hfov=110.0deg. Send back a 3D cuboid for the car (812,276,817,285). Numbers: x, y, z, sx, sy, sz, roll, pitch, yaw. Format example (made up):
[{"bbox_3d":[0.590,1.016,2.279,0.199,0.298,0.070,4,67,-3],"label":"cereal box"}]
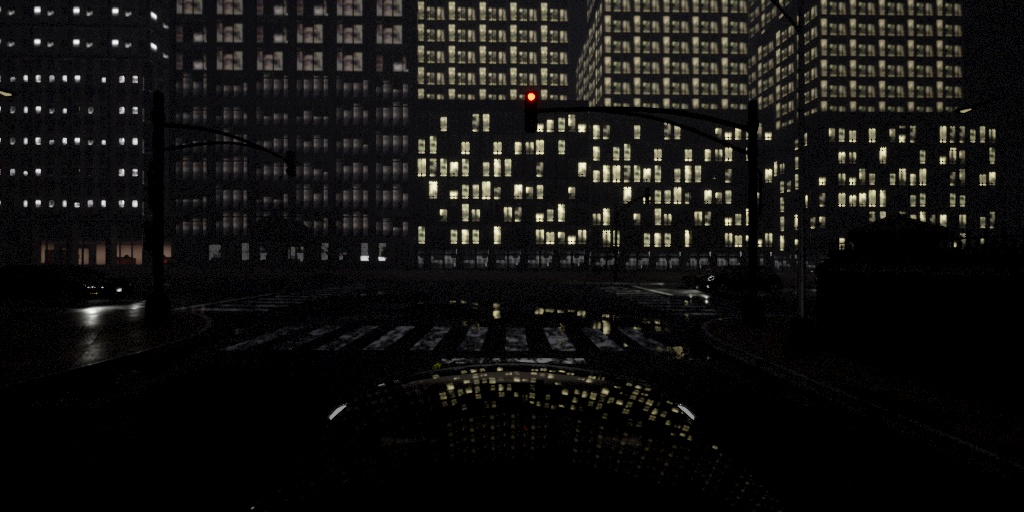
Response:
[{"bbox_3d":[23.459,1.665,24.435,4.718,1.301,1.895,1,0,-1],"label":"car"}]

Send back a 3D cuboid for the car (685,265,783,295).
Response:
[{"bbox_3d":[13.083,1.282,21.019,4.553,1.767,2.097,1,0,-1],"label":"car"}]

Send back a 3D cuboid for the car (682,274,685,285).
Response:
[{"bbox_3d":[14.134,1.428,24.283,5.008,1.535,1.882,1,0,-2],"label":"car"}]

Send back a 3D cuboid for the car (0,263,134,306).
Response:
[{"bbox_3d":[-17.613,1.043,13.828,4.892,1.490,1.837,1,0,-1],"label":"car"}]
